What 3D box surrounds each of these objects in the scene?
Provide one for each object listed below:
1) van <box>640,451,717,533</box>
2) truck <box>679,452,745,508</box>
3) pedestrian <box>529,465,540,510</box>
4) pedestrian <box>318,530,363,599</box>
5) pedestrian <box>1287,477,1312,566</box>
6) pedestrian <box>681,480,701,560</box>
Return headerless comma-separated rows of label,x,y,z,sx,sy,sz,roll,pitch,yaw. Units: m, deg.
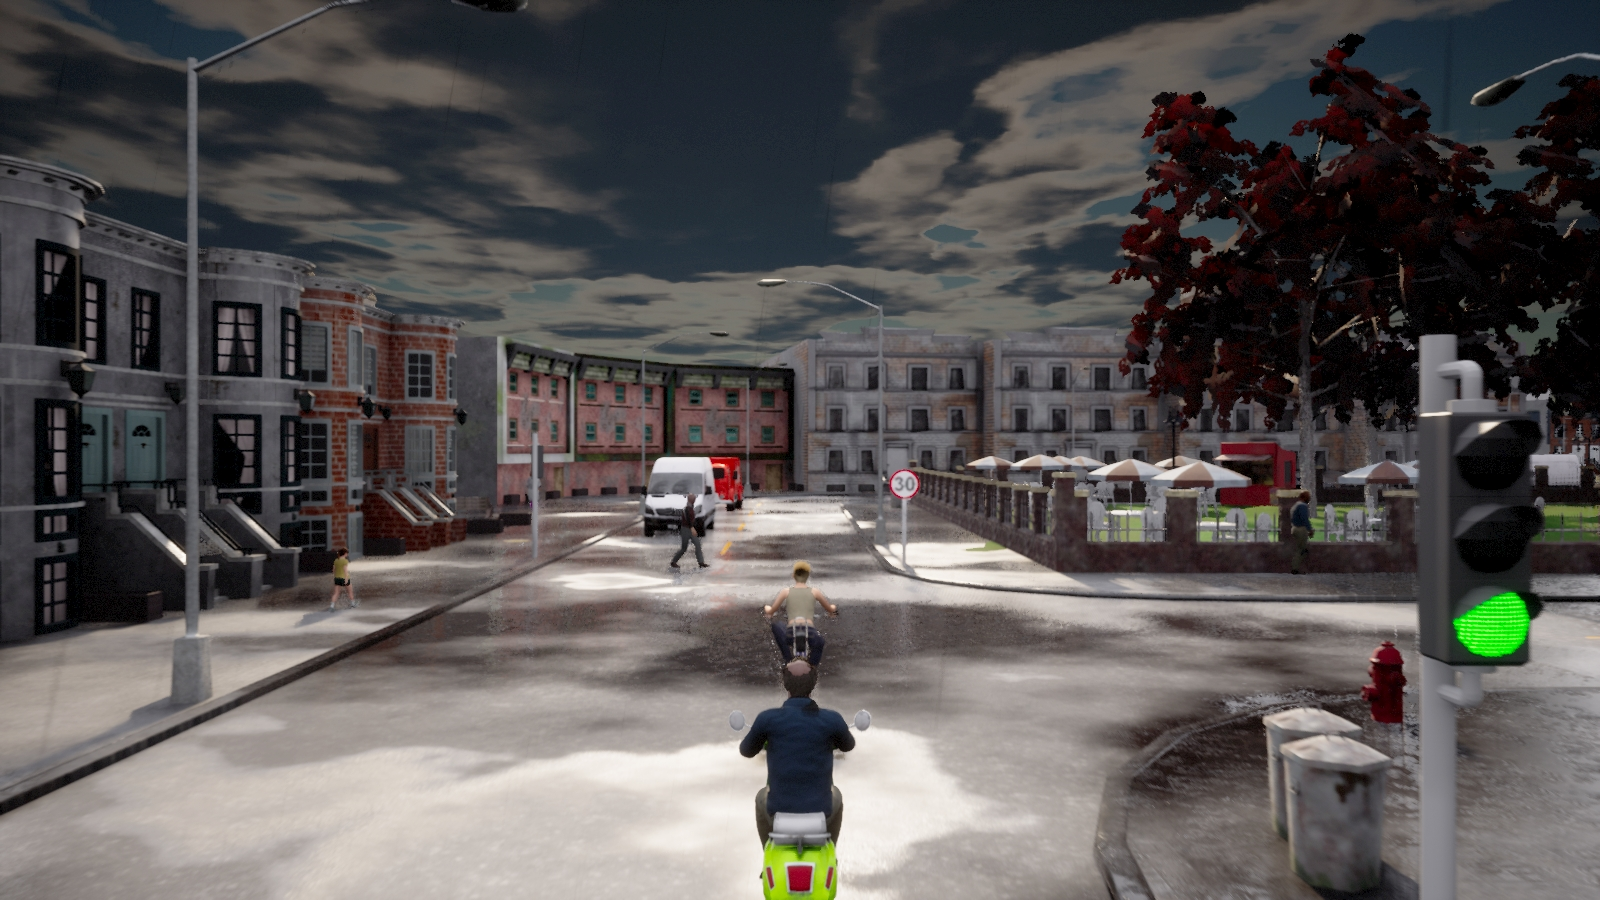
van,-4.036,1.315,38.885,1.988,2.561,5.915,0,0,0
truck,-4.041,1.349,53.535,2.627,2.467,5.204,0,0,1
pedestrian,-10.984,1.533,47.260,0.375,1.860,0.375,0,0,1
pedestrian,-7.687,1.905,19.121,0.500,1.100,0.500,0,0,18
pedestrian,10.648,1.516,24.362,0.375,1.860,0.375,0,0,2
pedestrian,-2.551,1.629,26.715,0.375,1.860,0.375,0,0,13
